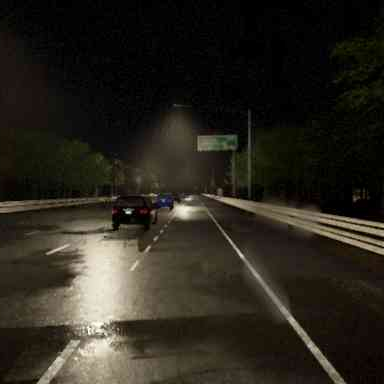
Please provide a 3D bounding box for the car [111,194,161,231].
[{"bbox_3d":[-3.489,1.224,20.942,2.150,2.045,5.566,0,0,0],"label":"car"}]

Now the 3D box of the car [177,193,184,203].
[{"bbox_3d":[-3.339,1.189,65.697,2.150,2.045,5.566,0,0,0],"label":"car"}]

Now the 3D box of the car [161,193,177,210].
[{"bbox_3d":[-3.427,1.210,42.537,2.150,2.045,5.566,0,0,0],"label":"car"}]
